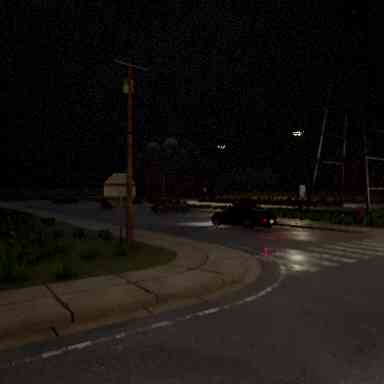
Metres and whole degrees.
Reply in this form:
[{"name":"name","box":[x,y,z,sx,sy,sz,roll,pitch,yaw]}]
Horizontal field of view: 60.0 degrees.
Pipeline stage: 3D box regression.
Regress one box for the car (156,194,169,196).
[{"name":"car","box":[-6.077,1.297,62.513,4.605,1.855,1.932,0,0,-36]}]

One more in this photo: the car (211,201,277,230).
[{"name":"car","box":[3.214,1.519,20.988,1.812,1.442,4.674,0,0,-37]}]

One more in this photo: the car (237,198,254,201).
[{"name":"car","box":[7.338,1.507,44.474,3.905,1.438,1.784,0,0,-36]}]

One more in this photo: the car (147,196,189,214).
[{"name":"car","box":[-2.343,1.498,35.916,4.193,1.474,1.816,0,0,-36]}]

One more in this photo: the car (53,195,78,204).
[{"name":"car","box":[-25.049,1.473,66.002,4.611,1.667,2.242,0,0,-36]}]

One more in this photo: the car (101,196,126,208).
[{"name":"car","box":[-10.760,1.305,46.463,3.866,1.878,1.905,0,0,-36]}]
